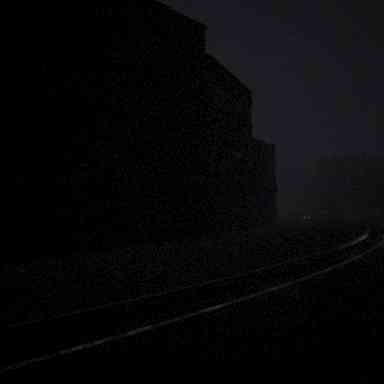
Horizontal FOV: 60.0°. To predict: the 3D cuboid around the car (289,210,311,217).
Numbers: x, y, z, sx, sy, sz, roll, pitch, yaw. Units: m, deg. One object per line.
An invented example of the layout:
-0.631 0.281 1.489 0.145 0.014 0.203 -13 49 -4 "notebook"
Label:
20.126 4.065 62.535 2.033 1.411 5.357 -2 -3 -12 "car"
